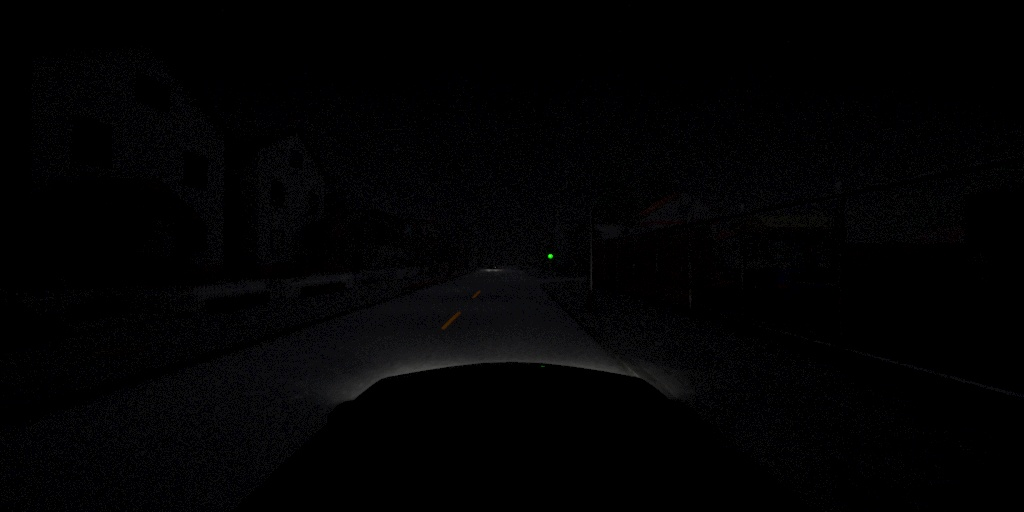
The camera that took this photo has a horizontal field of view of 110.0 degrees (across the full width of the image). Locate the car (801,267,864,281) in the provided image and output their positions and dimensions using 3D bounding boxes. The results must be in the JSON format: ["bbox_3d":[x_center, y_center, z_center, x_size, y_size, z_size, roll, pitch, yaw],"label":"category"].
[{"bbox_3d":[34.595,1.676,38.761,4.674,1.442,1.812,0,-1,0],"label":"car"}]
